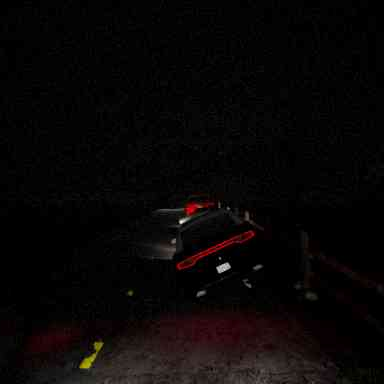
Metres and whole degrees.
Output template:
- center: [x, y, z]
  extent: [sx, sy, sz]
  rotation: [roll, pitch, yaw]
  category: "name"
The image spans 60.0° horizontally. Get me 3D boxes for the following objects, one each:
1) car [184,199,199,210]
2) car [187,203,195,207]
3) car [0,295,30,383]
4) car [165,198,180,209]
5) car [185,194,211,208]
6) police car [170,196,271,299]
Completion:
- center: [-0.055, 1.731, 46.487]
  extent: [2.033, 1.411, 5.357]
  rotation: [0, 0, 0]
  category: "car"
- center: [0.799, 1.569, 18.552]
  extent: [1.812, 1.442, 4.674]
  rotation: [0, 0, 0]
  category: "car"
- center: [-2.851, 1.548, 1.628]
  extent: [2.033, 1.411, 5.357]
  rotation: [0, 0, 0]
  category: "car"
- center: [-2.822, 1.702, 48.386]
  extent: [1.837, 1.490, 4.892]
  rotation: [0, 0, 0]
  category: "car"
- center: [0.687, 1.239, 24.495]
  extent: [2.150, 2.045, 5.566]
  rotation: [-3, -2, 3]
  category: "car"
- center: [0.488, 1.210, 8.672]
  extent: [1.930, 1.638, 5.238]
  rotation: [-25, 0, 0]
  category: "police car"
